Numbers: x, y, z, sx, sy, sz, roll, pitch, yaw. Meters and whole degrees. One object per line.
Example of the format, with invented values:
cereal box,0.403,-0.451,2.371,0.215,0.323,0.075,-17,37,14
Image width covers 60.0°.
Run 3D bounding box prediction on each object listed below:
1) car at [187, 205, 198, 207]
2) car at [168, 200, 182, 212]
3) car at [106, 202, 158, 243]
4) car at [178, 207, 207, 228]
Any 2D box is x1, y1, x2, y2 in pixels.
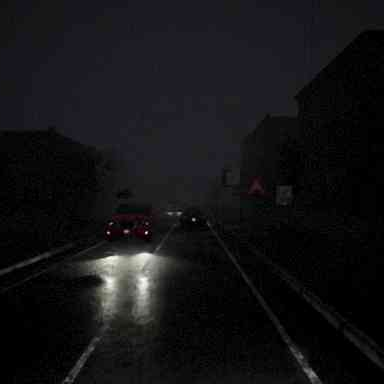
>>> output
car,0.092,2.403,41.274,1.837,1.490,4.892,0,-1,0
car,-3.055,2.523,59.830,2.150,2.045,5.566,0,-1,1
car,-3.133,1.580,18.508,2.150,2.045,5.566,0,-2,-1
car,0.094,2.047,25.646,1.994,1.385,4.181,0,-3,-1
